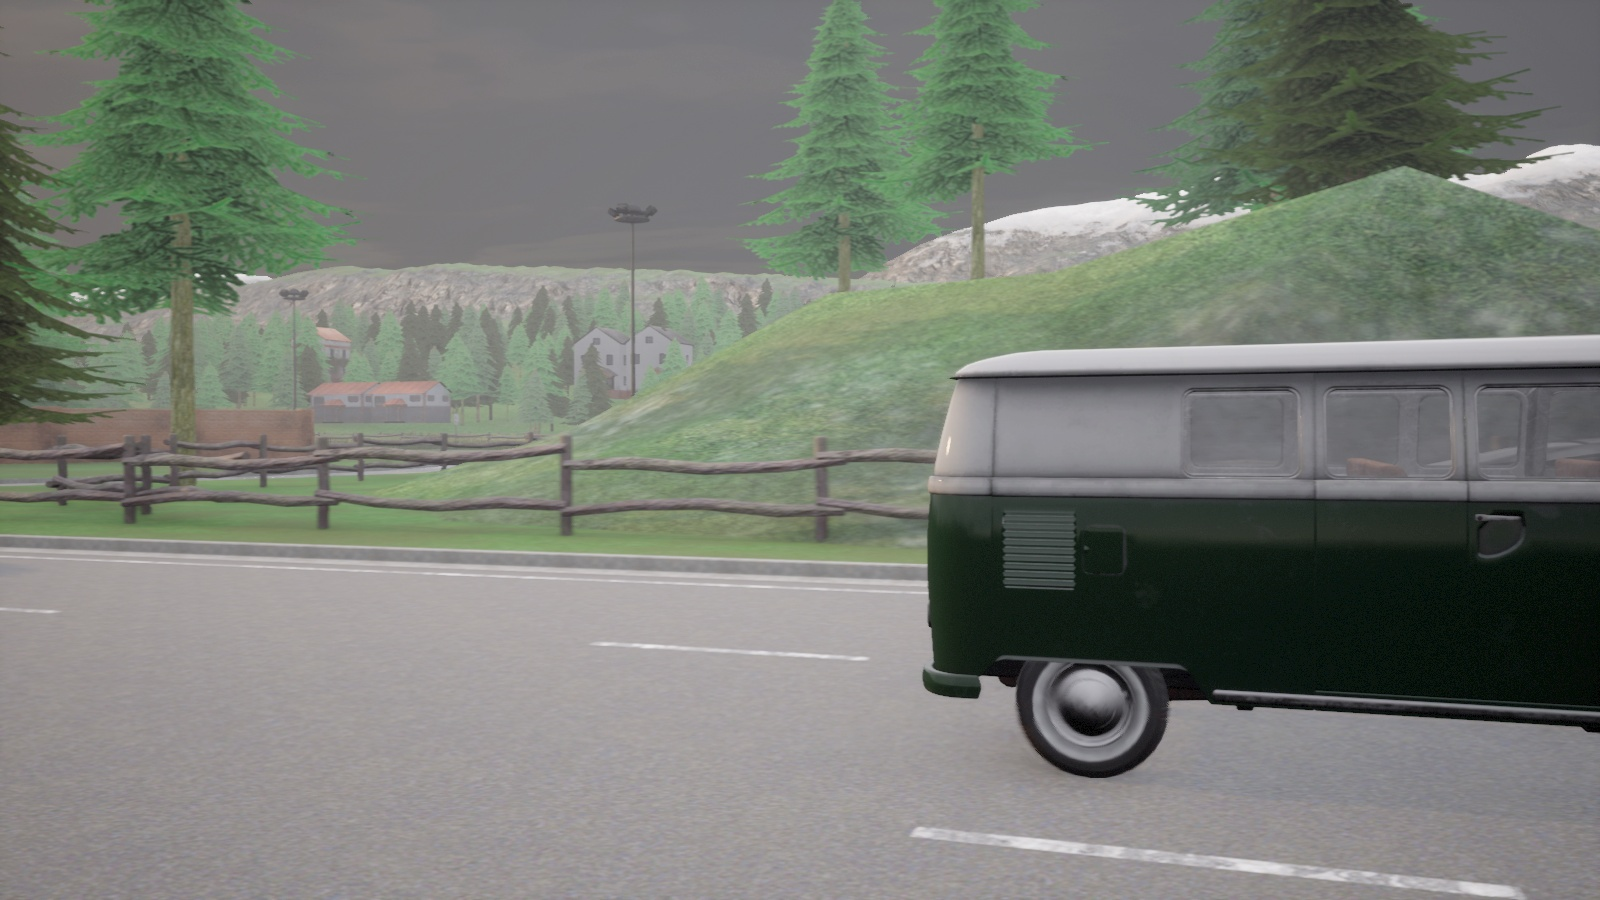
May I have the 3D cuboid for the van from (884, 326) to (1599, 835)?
[{"bbox_3d":[2.781,0.496,5.946,4.442,1.987,1.775,0,1,19],"label":"van"}]

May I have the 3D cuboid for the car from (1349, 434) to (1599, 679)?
[{"bbox_3d":[6.259,0.664,8.471,4.514,1.525,2.007,1,1,19],"label":"car"}]
